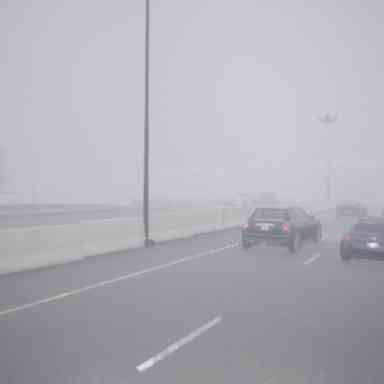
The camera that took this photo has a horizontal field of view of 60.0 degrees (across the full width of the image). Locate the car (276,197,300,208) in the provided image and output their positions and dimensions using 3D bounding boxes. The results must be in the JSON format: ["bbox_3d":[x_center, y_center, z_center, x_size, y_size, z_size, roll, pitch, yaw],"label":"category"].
[{"bbox_3d":[13.660,1.446,47.074,1.812,1.442,4.674,0,0,35],"label":"car"}]

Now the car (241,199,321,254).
[{"bbox_3d":[3.847,1.328,13.832,2.097,1.767,4.553,0,0,35],"label":"car"}]

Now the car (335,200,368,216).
[{"bbox_3d":[13.364,1.407,27.745,1.882,1.535,5.008,0,0,35],"label":"car"}]

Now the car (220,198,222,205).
[{"bbox_3d":[5.348,1.515,53.496,1.994,1.385,4.181,0,0,35],"label":"car"}]

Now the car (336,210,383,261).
[{"bbox_3d":[6.430,1.530,11.408,1.994,1.385,4.181,0,0,35],"label":"car"}]
